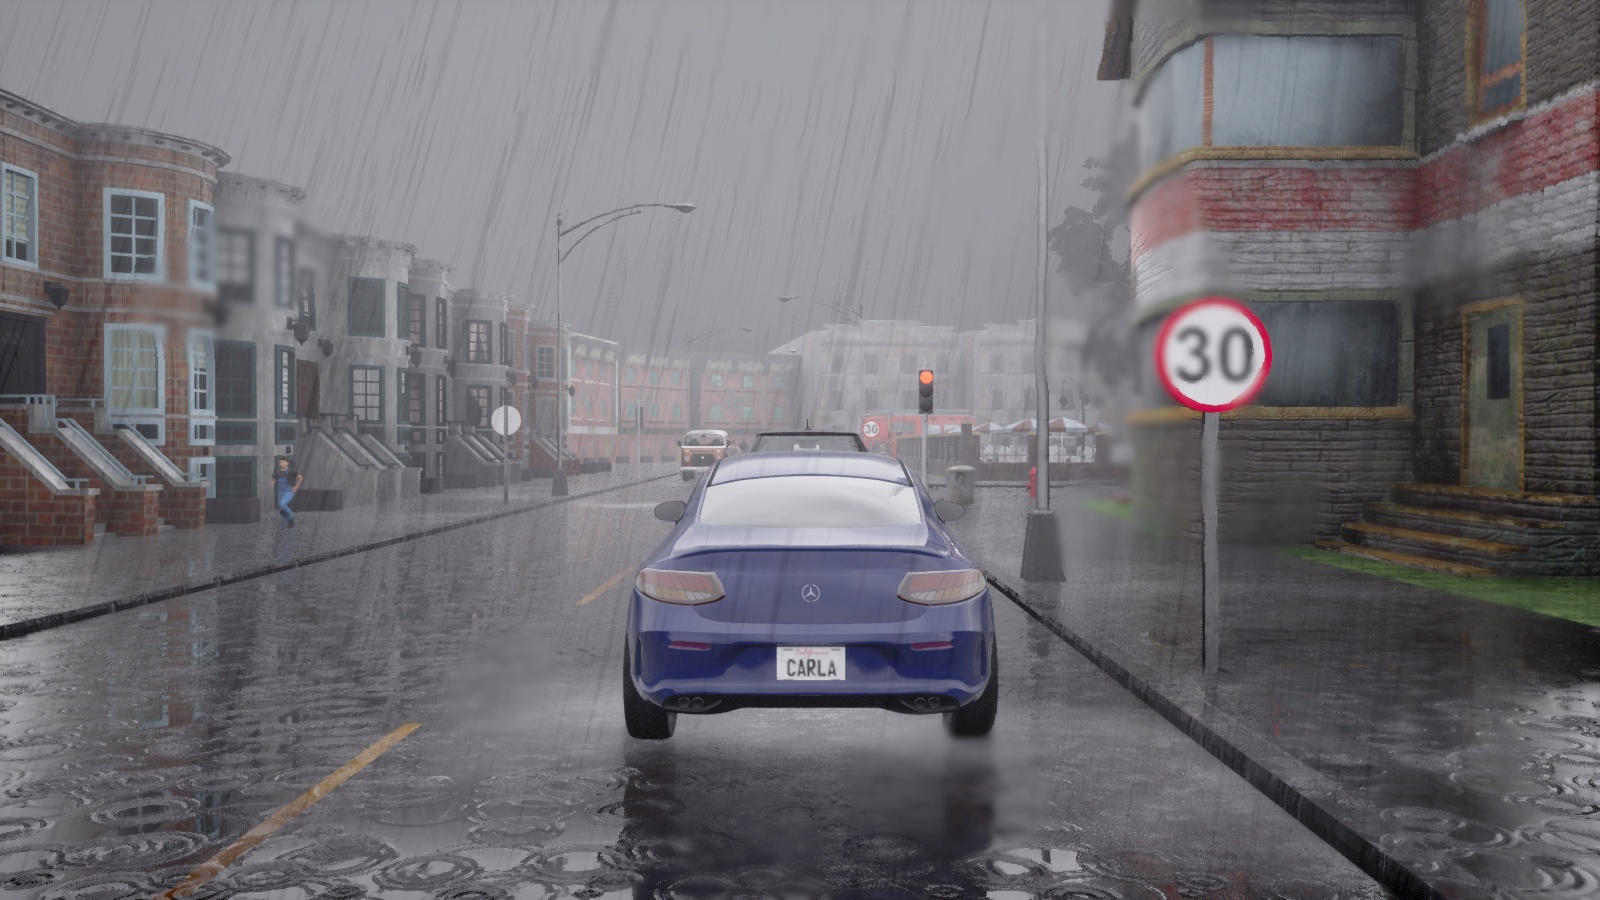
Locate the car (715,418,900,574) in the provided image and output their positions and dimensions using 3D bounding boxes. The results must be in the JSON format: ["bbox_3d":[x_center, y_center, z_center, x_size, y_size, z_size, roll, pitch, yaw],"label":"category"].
[{"bbox_3d":[0.102,0.512,16.547,2.097,1.767,4.553,0,0,0],"label":"car"}]

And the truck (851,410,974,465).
[{"bbox_3d":[7.920,-0.915,89.108,8.468,3.827,2.891,0,0,0],"label":"truck"}]

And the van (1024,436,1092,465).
[{"bbox_3d":[18.311,0.014,89.094,4.442,1.987,1.775,0,0,0],"label":"van"}]

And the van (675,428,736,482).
[{"bbox_3d":[-3.727,0.183,50.303,2.069,2.038,4.480,0,0,0],"label":"van"}]

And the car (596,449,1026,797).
[{"bbox_3d":[0.058,0.729,7.638,1.812,1.442,4.674,0,0,0],"label":"car"}]

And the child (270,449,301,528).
[{"bbox_3d":[-8.363,0.614,20.410,0.270,1.263,0.437,0,0,11],"label":"child"}]
